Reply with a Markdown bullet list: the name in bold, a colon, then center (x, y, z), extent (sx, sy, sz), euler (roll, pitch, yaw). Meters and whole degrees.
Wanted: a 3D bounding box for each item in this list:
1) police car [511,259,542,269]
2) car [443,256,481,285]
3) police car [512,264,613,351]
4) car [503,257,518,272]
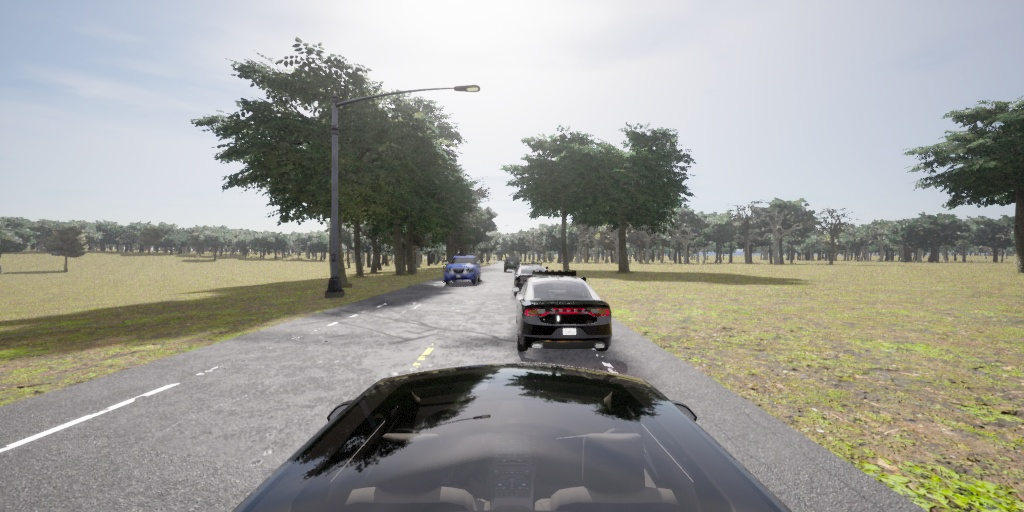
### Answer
- **police car**: center (1.043, 1.173, 19.119), extent (1.930, 1.638, 5.238), euler (0, 0, 0)
- **car**: center (-3.509, 0.979, 26.240), extent (2.150, 2.045, 5.566), euler (0, 0, 0)
- **police car**: center (1.047, 1.173, 9.117), extent (1.930, 1.638, 5.238), euler (0, 0, 0)
- **car**: center (0.014, 1.106, 48.479), extent (2.150, 2.045, 5.566), euler (0, -1, 0)
